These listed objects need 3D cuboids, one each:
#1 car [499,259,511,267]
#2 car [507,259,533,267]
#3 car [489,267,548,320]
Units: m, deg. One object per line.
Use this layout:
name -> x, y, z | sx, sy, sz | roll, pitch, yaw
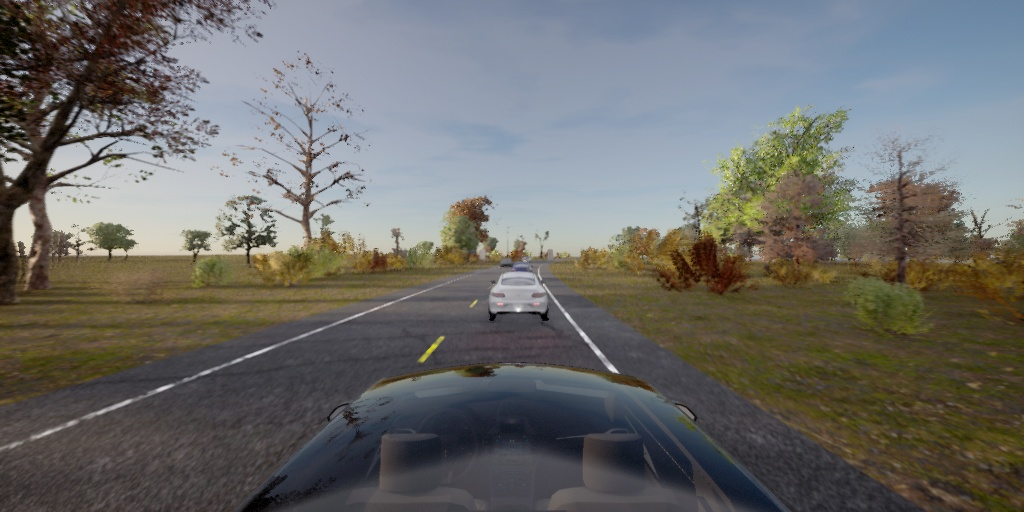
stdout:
car -> -0.906, 1.196, 58.459 | 1.837, 1.490, 4.892 | 0, 0, 6
car -> 0.849, 1.251, 31.117 | 1.812, 1.442, 4.674 | 0, 0, 3
car -> 0.214, 1.270, 12.457 | 1.812, 1.442, 4.674 | 0, 0, 1
